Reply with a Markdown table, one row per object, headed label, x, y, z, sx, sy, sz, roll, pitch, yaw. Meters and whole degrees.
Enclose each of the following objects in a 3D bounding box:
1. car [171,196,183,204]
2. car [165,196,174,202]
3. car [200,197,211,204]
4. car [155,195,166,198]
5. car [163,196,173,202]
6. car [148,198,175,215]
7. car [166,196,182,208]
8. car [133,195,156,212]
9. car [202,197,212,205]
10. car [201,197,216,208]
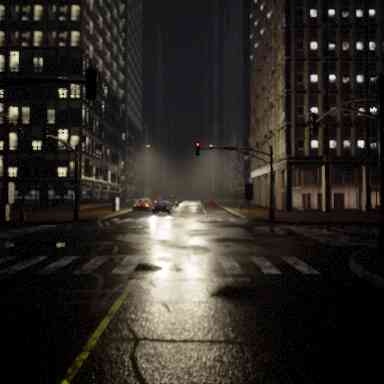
| label | x | y | z | sx | sy | sz | roll | pitch | yaw |
| --- | --- | --- | --- | --- | --- | --- | --- | --- | --- |
| car | -2.987 | 1.591 | 65.918 | 2.128 | 1.511 | 4.902 | 0 | 0 | 0 |
| car | -5.640 | 1.671 | 83.297 | 2.008 | 1.369 | 4.403 | 1 | 0 | 0 |
| car | 2.732 | 1.662 | 66.637 | 1.947 | 1.339 | 4.313 | 1 | 0 | 0 |
| car | -5.650 | 1.386 | 49.846 | 2.192 | 1.841 | 5.009 | 1 | 0 | 0 |
| car | -5.643 | 1.656 | 77.722 | 1.887 | 1.381 | 4.507 | 1 | 0 | 0 |
| car | -3.080 | 1.650 | 34.706 | 1.895 | 1.301 | 4.718 | 0 | 0 | 0 |
| car | -3.049 | 1.423 | 50.504 | 2.097 | 1.767 | 4.553 | 0 | 0 | 0 |
| car | -5.658 | 1.495 | 38.696 | 1.967 | 1.590 | 4.097 | 1 | 0 | 0 |
| car | 2.731 | 1.613 | 61.230 | 1.752 | 1.417 | 4.829 | 1 | 0 | 0 |
| car | 2.724 | 1.653 | 49.904 | 1.802 | 1.307 | 4.206 | 1 | 0 | 0 |
